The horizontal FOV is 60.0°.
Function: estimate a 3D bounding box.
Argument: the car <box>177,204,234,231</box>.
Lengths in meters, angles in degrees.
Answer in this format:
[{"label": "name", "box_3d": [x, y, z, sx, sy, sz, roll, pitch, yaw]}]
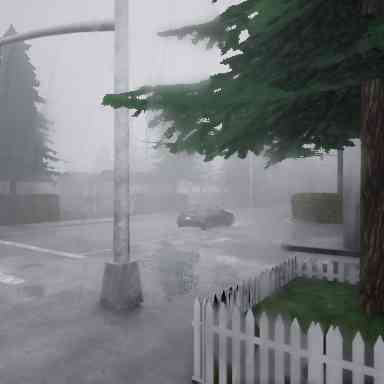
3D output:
[{"label": "car", "box_3d": [0.921, 1.454, 20.244, 1.994, 1.385, 4.181, 2, 1, 35]}]
